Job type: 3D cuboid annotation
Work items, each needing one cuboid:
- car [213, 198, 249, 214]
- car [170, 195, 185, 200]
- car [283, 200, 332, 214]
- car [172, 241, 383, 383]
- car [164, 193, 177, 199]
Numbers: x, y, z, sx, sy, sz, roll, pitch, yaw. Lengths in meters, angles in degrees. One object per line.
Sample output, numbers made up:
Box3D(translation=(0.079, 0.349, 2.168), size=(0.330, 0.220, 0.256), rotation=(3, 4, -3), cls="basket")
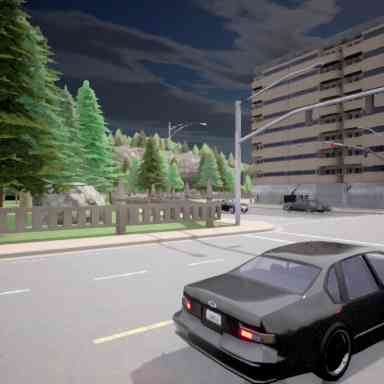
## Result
Box3D(translation=(3.877, 1.436, 34.920), size=(2.128, 1.511, 4.902), rotation=(0, 0, -32), cls="car")
Box3D(translation=(-1.063, 1.492, 44.349), size=(2.033, 1.411, 5.357), rotation=(0, 0, -19), cls="car")
Box3D(translation=(11.867, 1.492, 34.554), size=(2.033, 1.411, 5.357), rotation=(0, 0, -26), cls="car")
Box3D(translation=(2.312, 1.547, 5.438), size=(5.357, 1.411, 2.033), rotation=(0, 0, -35), cls="car")
Box3D(translation=(-3.520, 1.166, 57.817), size=(2.150, 2.045, 5.566), rotation=(0, 0, 0), cls="car")
